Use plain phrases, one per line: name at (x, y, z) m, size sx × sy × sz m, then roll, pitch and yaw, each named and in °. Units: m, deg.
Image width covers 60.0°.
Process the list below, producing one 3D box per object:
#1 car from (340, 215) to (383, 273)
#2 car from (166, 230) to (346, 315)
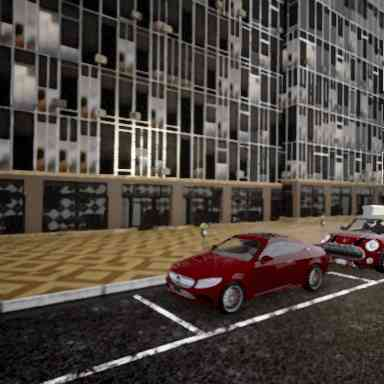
car at (5.960, 1.501, 10.816) m, size 4.097 × 1.590 × 1.967 m, roll 0°, pitch 1°, yaw -36°
car at (1.426, 1.613, 7.575) m, size 4.206 × 1.307 × 1.802 m, roll 0°, pitch 0°, yaw -36°
